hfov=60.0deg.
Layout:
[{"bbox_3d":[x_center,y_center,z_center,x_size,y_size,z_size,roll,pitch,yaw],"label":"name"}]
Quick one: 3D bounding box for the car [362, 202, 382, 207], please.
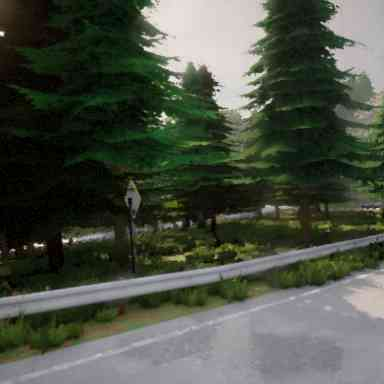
[{"bbox_3d":[29.761,2.457,54.053,1.837,1.490,4.892,-4,-2,-9],"label":"car"}]
